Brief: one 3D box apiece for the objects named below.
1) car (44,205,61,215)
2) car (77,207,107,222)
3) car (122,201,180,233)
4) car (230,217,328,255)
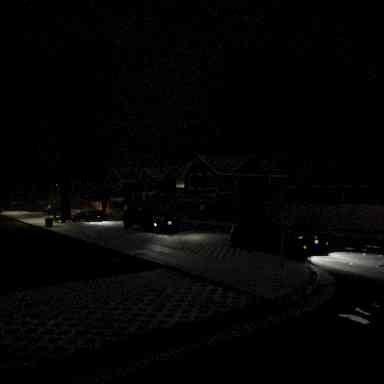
[{"bbox_3d":[-19.271,2.522,46.433,1.994,1.385,4.181,0,-1,-36],"label":"car"},{"bbox_3d":[-10.033,2.231,33.388,1.994,1.385,4.181,0,-1,-35],"label":"car"},{"bbox_3d":[-3.039,1.648,23.589,2.150,2.045,5.566,0,0,-36],"label":"car"},{"bbox_3d":[3.579,1.764,14.331,1.994,1.385,4.181,0,-1,-37],"label":"car"}]
